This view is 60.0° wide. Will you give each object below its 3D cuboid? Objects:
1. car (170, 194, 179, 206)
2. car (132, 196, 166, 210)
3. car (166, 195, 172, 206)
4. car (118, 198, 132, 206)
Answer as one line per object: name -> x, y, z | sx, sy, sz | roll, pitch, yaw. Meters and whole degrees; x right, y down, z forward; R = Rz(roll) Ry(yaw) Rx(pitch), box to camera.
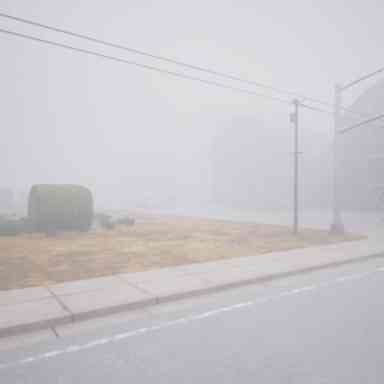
car -> -4.270, 1.404, 57.433 | 3.866, 1.878, 1.905 | -1, 5, 11
car -> -6.163, 1.527, 46.982 | 2.097, 1.767, 4.553 | 1, 0, -36
car -> -5.759, 1.645, 52.495 | 1.882, 1.535, 5.008 | 0, 0, -36
car -> -11.563, 1.766, 60.278 | 2.033, 1.411, 5.357 | 1, 0, -37
